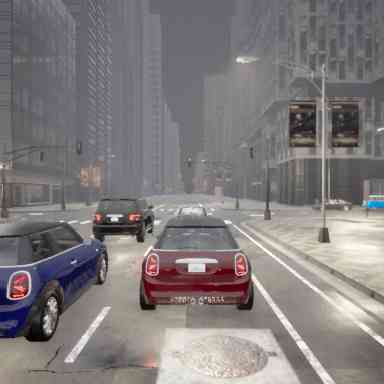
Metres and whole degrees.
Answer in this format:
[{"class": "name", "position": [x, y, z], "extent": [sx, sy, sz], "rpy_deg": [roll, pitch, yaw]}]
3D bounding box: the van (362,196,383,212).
[{"class": "van", "position": [21.407, 1.292, 37.556], "extent": [3.998, 1.788, 1.690], "rpy_deg": [0, 0, 0]}]

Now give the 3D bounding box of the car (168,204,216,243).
[{"class": "car", "position": [0.050, 1.491, 17.147], "extent": [2.128, 1.511, 4.902], "rpy_deg": [0, 0, 2]}]

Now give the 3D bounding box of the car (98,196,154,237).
[{"class": "car", "position": [-3.188, 1.222, 16.352], "extent": [2.150, 2.045, 5.566], "rpy_deg": [0, 0, 0]}]

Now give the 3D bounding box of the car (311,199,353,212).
[{"class": "car", "position": [15.789, 1.513, 37.567], "extent": [4.403, 1.369, 2.008], "rpy_deg": [0, 0, 0]}]

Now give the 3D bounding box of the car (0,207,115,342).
[{"class": "car", "position": [-3.166, 1.352, 6.640], "extent": [2.097, 1.767, 4.553], "rpy_deg": [0, 0, 0]}]

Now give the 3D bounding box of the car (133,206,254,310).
[{"class": "car", "position": [0.081, 1.352, 7.960], "extent": [2.097, 1.767, 4.553], "rpy_deg": [0, 0, 0]}]
